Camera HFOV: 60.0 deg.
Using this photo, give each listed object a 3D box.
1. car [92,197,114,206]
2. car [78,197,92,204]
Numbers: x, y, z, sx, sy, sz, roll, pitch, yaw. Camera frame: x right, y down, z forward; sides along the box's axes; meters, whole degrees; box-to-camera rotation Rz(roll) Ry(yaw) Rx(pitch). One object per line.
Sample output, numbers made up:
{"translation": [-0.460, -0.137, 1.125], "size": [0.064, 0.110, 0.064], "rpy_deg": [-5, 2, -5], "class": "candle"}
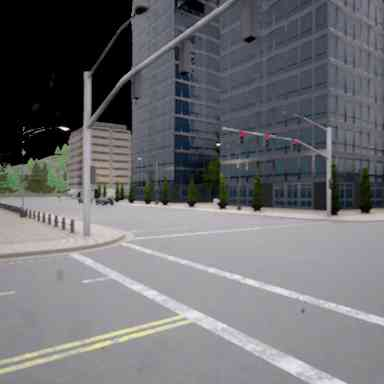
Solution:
{"translation": [-14.994, 1.569, 56.970], "size": [1.837, 1.490, 4.892], "rpy_deg": [0, 0, -35], "class": "car"}
{"translation": [-20.965, 1.611, 65.480], "size": [2.033, 1.411, 5.357], "rpy_deg": [0, 0, -33], "class": "car"}
